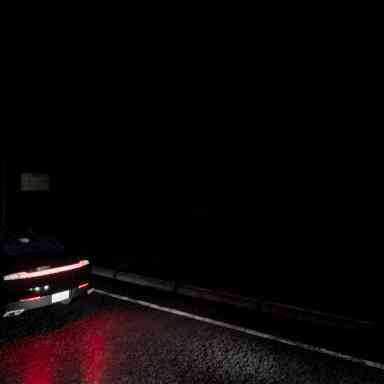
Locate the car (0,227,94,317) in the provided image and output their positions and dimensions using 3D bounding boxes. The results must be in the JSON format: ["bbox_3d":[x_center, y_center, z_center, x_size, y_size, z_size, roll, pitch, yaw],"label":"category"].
[{"bbox_3d":[-4.082,1.492,6.887,4.902,1.511,2.128,0,0,37],"label":"car"}]
